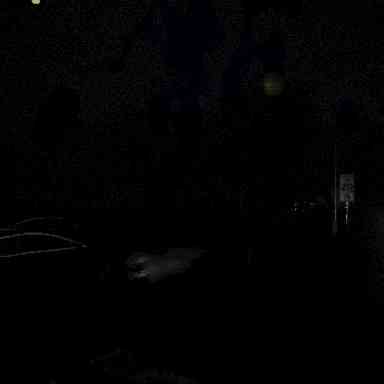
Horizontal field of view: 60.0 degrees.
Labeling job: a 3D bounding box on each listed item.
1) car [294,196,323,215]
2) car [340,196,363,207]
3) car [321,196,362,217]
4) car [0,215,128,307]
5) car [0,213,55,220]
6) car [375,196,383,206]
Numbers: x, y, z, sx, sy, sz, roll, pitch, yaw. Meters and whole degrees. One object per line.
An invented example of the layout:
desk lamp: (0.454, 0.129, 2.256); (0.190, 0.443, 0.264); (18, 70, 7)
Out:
car: (11.299, 1.163, 31.363); (2.097, 1.767, 4.553); (0, 0, 37)
car: (21.506, 1.180, 44.813); (1.994, 1.385, 4.181); (0, 0, 37)
car: (12.890, 1.343, 28.580); (1.812, 1.442, 4.674); (0, 0, 37)
car: (-3.486, 1.445, 6.738); (2.128, 1.511, 4.902); (0, 1, 37)
car: (-4.987, 1.416, 9.665); (2.128, 1.511, 4.902); (0, 1, 37)
car: (28.476, 1.366, 49.357); (2.128, 1.511, 4.902); (0, 0, 37)
